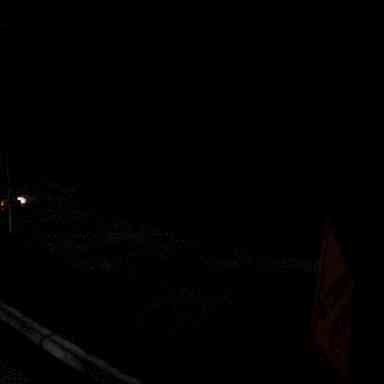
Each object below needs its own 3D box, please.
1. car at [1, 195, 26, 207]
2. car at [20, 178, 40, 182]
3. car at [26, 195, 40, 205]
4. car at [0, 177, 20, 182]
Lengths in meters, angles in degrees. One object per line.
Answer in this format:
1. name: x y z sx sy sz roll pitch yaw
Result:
1. car: -22.649 1.106 40.648 1.801 1.575 5.366 -3 1 -6
2. car: -42.153 -2.704 84.805 2.002 1.452 4.674 -6 -3 34
3. car: -22.965 1.105 46.180 1.812 1.442 4.674 -4 1 0
4. car: -45.245 -2.746 80.198 2.231 1.521 4.892 -6 -3 35
